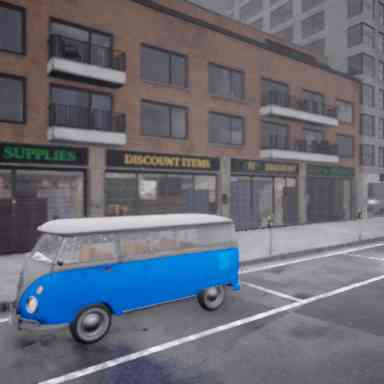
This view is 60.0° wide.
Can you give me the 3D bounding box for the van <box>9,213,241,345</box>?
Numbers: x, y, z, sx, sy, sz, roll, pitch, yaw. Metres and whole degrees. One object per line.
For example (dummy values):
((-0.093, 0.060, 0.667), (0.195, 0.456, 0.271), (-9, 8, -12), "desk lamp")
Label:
((-0.948, 1.328, 6.088), (3.998, 1.788, 1.690), (0, 0, -36), "van")
